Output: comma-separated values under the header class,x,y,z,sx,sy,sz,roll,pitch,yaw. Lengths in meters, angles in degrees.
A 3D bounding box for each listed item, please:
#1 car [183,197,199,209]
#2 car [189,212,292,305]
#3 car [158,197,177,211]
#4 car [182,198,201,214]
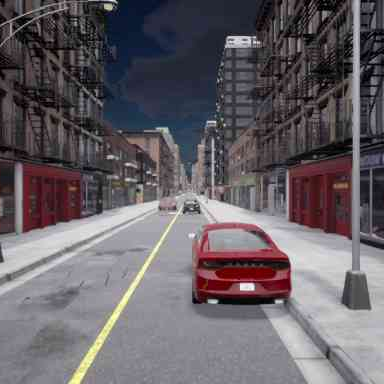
class,x,y,z,sx,sy,sz,roll,pitch,yaw
car,-0.121,1.525,45.825,2.128,1.511,4.902,0,0,0
car,0.939,1.478,8.189,1.882,1.535,5.008,0,0,0
car,-2.868,1.377,40.085,2.097,1.767,4.553,0,0,0
car,-0.035,1.545,35.655,1.812,1.442,4.674,0,0,0
